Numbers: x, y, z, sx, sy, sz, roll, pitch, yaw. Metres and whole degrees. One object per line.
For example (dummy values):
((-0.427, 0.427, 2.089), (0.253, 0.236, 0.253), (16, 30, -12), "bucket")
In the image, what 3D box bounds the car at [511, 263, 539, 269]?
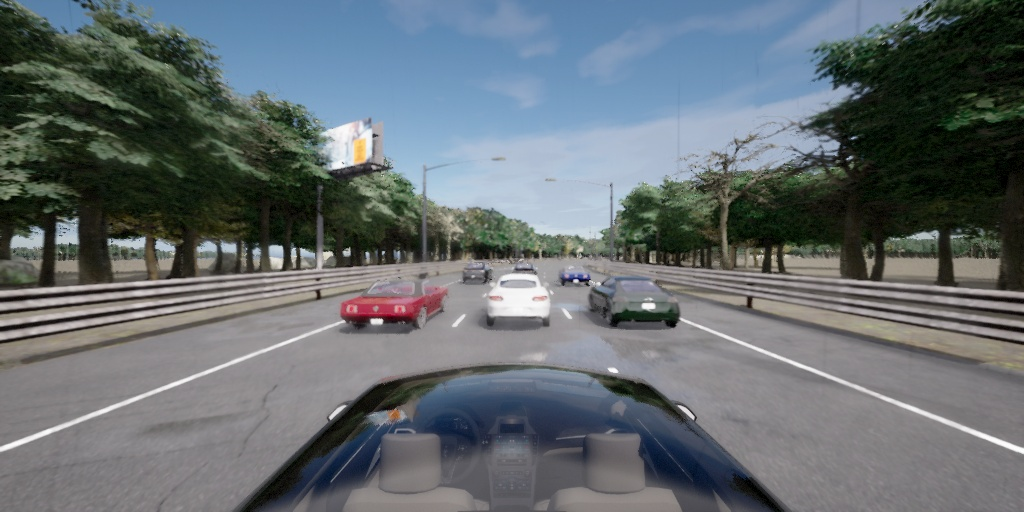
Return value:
((0.965, 1.261, 27.358), (2.128, 1.511, 4.902), (0, 0, 4), "car")

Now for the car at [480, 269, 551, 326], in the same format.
((0.227, 1.283, 11.610), (1.812, 1.442, 4.674), (0, -1, 2), "car")

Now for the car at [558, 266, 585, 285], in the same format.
((4.357, 1.374, 25.757), (1.895, 1.301, 4.718), (0, 0, 4), "car")

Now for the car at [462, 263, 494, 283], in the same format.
((-2.532, 1.255, 27.515), (2.128, 1.511, 4.902), (0, 0, 4), "car")

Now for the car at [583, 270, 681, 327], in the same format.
((3.732, 1.323, 11.638), (1.994, 1.385, 4.181), (0, 0, 2), "car")

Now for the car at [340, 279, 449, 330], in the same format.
((-3.289, 1.351, 11.156), (1.895, 1.301, 4.718), (0, 0, 2), "car")
